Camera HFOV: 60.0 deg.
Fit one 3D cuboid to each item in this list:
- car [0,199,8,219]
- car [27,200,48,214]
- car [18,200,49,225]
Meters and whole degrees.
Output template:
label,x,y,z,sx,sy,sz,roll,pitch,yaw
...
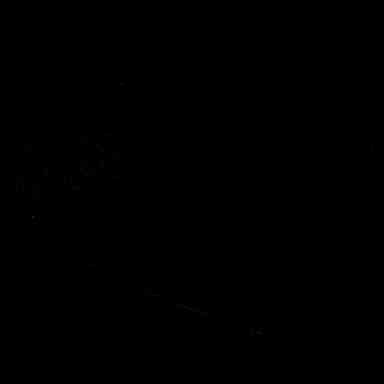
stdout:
label,x,y,z,sx,sy,sz,roll,pitch,yaw
car,-17.560,1.376,29.272,2.097,1.767,4.553,0,0,-24
car,-17.266,1.626,37.303,1.994,1.385,4.181,0,0,-24
car,-11.583,1.518,24.371,1.882,1.535,5.008,0,0,-24
